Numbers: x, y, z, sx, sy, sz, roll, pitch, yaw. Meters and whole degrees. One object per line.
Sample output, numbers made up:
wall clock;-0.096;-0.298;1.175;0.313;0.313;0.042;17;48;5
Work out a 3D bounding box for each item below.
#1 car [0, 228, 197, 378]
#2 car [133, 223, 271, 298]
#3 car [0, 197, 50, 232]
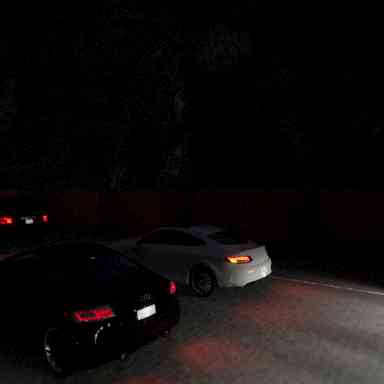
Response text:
car;-2.234;1.564;5.591;4.181;1.385;1.994;0;0;36
car;-0.320;1.526;8.525;4.674;1.442;1.812;0;0;36
car;-8.407;1.221;14.306;5.566;2.045;2.150;0;0;36
